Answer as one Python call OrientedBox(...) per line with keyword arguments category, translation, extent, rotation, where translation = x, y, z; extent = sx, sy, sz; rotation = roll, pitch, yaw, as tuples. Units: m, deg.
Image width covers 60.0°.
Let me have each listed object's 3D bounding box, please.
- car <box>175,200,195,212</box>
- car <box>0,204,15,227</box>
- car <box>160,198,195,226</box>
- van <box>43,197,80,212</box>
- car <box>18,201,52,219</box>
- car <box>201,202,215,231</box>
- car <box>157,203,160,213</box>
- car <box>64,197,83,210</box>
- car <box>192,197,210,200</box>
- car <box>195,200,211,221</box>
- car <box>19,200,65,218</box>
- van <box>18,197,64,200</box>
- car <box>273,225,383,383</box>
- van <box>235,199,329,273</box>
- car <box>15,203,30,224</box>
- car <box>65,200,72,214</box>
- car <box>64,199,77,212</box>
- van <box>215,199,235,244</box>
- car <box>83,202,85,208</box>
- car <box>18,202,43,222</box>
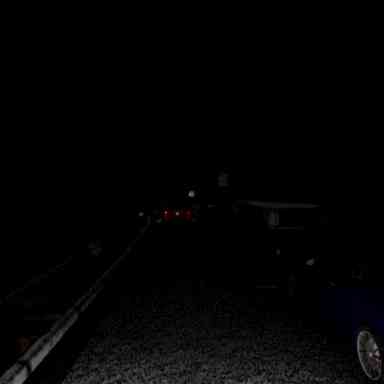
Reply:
OrientedBox(category="car", translation=(-1.088, 1.891, 46.350), extent=(2.128, 1.511, 4.902), rotation=(0, 0, -9))
OrientedBox(category="car", translation=(-14.497, 1.685, 21.244), extent=(4.892, 1.521, 2.231), rotation=(0, -1, -5))
OrientedBox(category="car", translation=(-1.211, 1.551, 25.300), extent=(2.097, 1.767, 4.553), rotation=(0, -1, -5))
OrientedBox(category="van", translation=(-17.721, 1.709, 45.483), extent=(4.442, 1.987, 1.878), rotation=(0, 0, -10))
OrientedBox(category="car", translation=(-15.377, 1.827, 29.387), extent=(4.674, 1.452, 2.002), rotation=(0, -1, -7))
OrientedBox(category="car", translation=(2.090, 1.660, 21.840), extent=(2.163, 1.488, 4.792), rotation=(0, -1, -4))
OrientedBox(category="car", translation=(-3.406, 1.860, 42.808), extent=(1.882, 1.535, 5.008), rotation=(0, 0, -9))
OrientedBox(category="car", translation=(-17.387, 1.666, 42.755), extent=(5.566, 2.045, 2.435), rotation=(0, 0, -10))
OrientedBox(category="car", translation=(0.678, 1.507, 34.149), extent=(2.150, 2.045, 5.566), rotation=(0, -1, -7))
OrientedBox(category="car", translation=(1.575, 1.694, 27.309), extent=(2.097, 1.535, 5.008), rotation=(0, -1, -5))
OrientedBox(category="car", translation=(-15.536, 1.813, 32.119), extent=(5.366, 1.575, 1.946), rotation=(0, -1, -7))
OrientedBox(category="van", translation=(-16.211, 1.620, 34.787), extent=(4.442, 1.987, 1.878), rotation=(0, -1, -8))
OrientedBox(category="car", translation=(2.936, 1.523, 5.195), extent=(2.002, 1.452, 4.674), rotation=(0, 0, -1))
OrientedBox(category="van", translation=(2.776, 1.287, 10.866), extent=(1.878, 1.987, 4.442), rotation=(0, 0, -2))
OrientedBox(category="car", translation=(-14.795, 1.750, 23.960), extent=(4.792, 1.488, 2.163), rotation=(0, -1, -5))
OrientedBox(category="car", translation=(-16.489, 1.911, 37.486), extent=(4.674, 1.452, 2.002), rotation=(0, -1, -8))
OrientedBox(category="car", translation=(-16.872, 1.924, 40.074), extent=(4.792, 1.488, 2.163), rotation=(0, -1, -9))
OrientedBox(category="van", translation=(2.479, 1.339, 16.397), extent=(1.878, 1.987, 4.442), rotation=(0, 0, -3))
OrientedBox(category="car", translation=(-18.340, 1.828, 48.173), extent=(4.553, 1.767, 2.185), rotation=(0, 0, -10))
OrientedBox(category="car", translation=(-15.028, 1.784, 26.679), extent=(4.792, 1.488, 2.163), rotation=(0, -1, -6))
